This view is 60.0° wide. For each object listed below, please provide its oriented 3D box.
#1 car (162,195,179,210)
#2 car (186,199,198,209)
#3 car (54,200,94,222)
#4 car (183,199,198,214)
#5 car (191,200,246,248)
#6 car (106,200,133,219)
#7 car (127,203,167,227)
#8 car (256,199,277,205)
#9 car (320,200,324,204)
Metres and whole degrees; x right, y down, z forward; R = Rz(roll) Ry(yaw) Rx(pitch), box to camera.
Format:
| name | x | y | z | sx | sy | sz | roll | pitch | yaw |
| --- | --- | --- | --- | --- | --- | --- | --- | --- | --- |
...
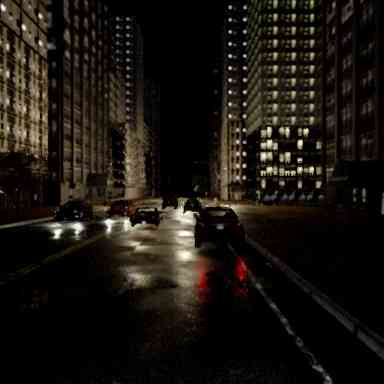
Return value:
| name | x | y | z | sx | sy | sz | roll | pitch | yaw |
| --- | --- | --- | --- | --- | --- | --- | --- | --- | --- |
| car | -3.160 | 1.475 | 48.829 | 2.150 | 2.045 | 5.566 | 0 | 0 | 0 |
| car | 0.001 | 1.874 | 52.419 | 1.895 | 1.301 | 4.718 | 0 | 0 | 0 |
| car | -9.843 | 1.497 | 28.038 | 2.097 | 1.767 | 4.553 | 0 | 0 | 0 |
| car | 0.054 | 1.553 | 38.850 | 2.097 | 1.767 | 4.553 | 0 | 0 | 0 |
| car | 1.134 | 1.432 | 15.407 | 2.097 | 1.767 | 4.553 | 0 | 0 | 0 |
| car | -6.592 | 1.513 | 31.300 | 2.097 | 1.767 | 4.553 | 0 | 0 | 0 |
| car | -3.157 | 1.726 | 24.038 | 1.895 | 1.301 | 4.718 | 0 | 0 | 0 |
| car | 15.908 | 2.198 | 70.933 | 4.403 | 1.369 | 2.008 | 1 | 0 | -1 |
| car | 32.736 | 2.163 | 79.654 | 4.097 | 1.590 | 1.967 | 1 | 0 | -1 |
